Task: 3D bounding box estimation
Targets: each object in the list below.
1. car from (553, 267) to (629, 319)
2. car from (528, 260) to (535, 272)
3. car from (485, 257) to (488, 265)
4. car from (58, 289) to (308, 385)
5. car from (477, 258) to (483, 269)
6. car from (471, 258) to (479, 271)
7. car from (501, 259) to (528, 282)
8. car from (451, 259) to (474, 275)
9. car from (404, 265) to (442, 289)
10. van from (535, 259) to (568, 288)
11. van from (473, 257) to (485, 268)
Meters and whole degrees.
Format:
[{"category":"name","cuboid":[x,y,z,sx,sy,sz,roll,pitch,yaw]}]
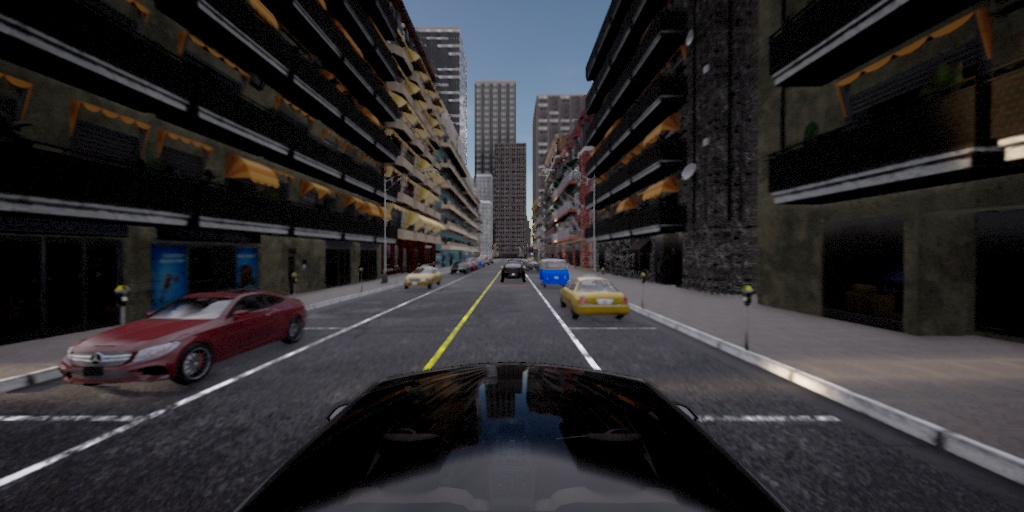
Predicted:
[{"category":"car","cuboid":[2.686,1.277,12.656,1.751,1.417,4.829,0,0,0]},{"category":"car","cuboid":[2.679,1.314,45.627,2.007,1.370,4.403,0,0,0]},{"category":"car","cuboid":[-5.706,1.212,62.209,1.967,1.591,4.097,0,0,0]},{"category":"car","cuboid":[-5.694,1.333,6.974,1.802,1.307,4.207,0,0,0]},{"category":"car","cuboid":[-5.704,1.311,51.162,1.888,1.381,4.507,0,0,0]},{"category":"car","cuboid":[-5.702,1.309,45.638,1.888,1.381,4.507,0,0,0]},{"category":"car","cuboid":[0.094,1.234,29.517,1.882,1.535,5.008,0,0,0]},{"category":"car","cuboid":[-5.701,1.327,40.114,1.948,1.339,4.313,0,0,0]},{"category":"car","cuboid":[-5.698,1.280,23.375,1.751,1.417,4.829,0,0,0]},{"category":"van","cuboid":[2.683,1.095,23.534,1.690,1.789,3.998,0,0,0]},{"category":"van","cuboid":[-5.705,1.110,56.685,1.690,1.789,3.998,0,0,0]}]
